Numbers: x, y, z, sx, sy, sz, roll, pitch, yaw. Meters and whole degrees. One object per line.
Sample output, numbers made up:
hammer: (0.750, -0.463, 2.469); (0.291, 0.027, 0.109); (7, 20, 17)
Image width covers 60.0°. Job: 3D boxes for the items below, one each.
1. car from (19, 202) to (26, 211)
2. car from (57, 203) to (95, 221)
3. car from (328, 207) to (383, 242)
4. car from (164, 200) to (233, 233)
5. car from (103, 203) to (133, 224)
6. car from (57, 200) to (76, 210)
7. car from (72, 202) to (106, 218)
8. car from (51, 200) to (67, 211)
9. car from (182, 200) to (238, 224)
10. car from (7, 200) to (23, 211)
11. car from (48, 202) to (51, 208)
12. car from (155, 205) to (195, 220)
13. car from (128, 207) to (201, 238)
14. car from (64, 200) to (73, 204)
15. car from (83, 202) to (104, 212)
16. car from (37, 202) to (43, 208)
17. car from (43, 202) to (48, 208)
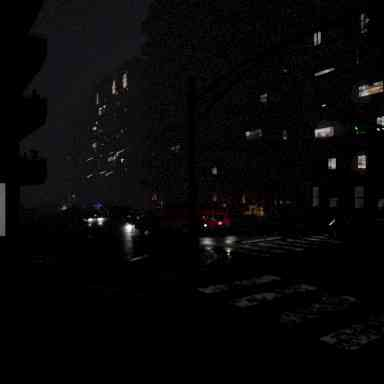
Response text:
car: (-31.825, 2.769, 61.346); (1.887, 1.381, 4.507); (-1, 0, -36)
car: (-11.877, 2.163, 33.835); (1.887, 1.381, 4.507); (-1, 0, -36)
car: (8.680, 1.466, 15.370); (2.097, 1.767, 4.553); (0, -1, -36)
car: (0.038, 1.531, 21.826); (2.150, 2.045, 5.566); (0, -1, -36)
car: (-6.025, 2.003, 30.202); (1.837, 1.490, 4.892); (0, -1, -36)
car: (-25.107, 2.523, 66.294); (2.192, 1.841, 5.009); (-1, 0, -36)
car: (-12.177, 2.234, 38.704); (2.033, 1.411, 5.357); (0, -1, -36)
car: (-23.220, 2.600, 59.366); (1.837, 1.490, 4.892); (0, -1, -36)
car: (1.488, 1.713, 29.615); (2.192, 1.841, 5.009); (-1, 0, -36)
car: (-35.154, 2.639, 65.931); (2.192, 1.841, 5.009); (-1, 0, -36)
car: (-28.433, 2.623, 70.880); (2.192, 1.841, 5.009); (-1, 0, -36)
car: (-1.830, 2.045, 34.199); (1.887, 1.381, 4.507); (-1, 0, -36)
car: (-1.804, 1.832, 19.941); (1.752, 1.417, 4.829); (-1, 0, -36)
car: (-17.691, 2.418, 51.738); (2.128, 1.511, 4.902); (0, -1, -36)
car: (-16.351, 2.432, 55.069); (1.882, 1.535, 5.008); (0, -1, -36)
car: (-35.076, 3.049, 80.050); (1.887, 1.381, 4.507); (-1, 0, -36)
car: (-31.750, 2.972, 75.464); (1.947, 1.339, 4.313); (-1, 0, -36)
